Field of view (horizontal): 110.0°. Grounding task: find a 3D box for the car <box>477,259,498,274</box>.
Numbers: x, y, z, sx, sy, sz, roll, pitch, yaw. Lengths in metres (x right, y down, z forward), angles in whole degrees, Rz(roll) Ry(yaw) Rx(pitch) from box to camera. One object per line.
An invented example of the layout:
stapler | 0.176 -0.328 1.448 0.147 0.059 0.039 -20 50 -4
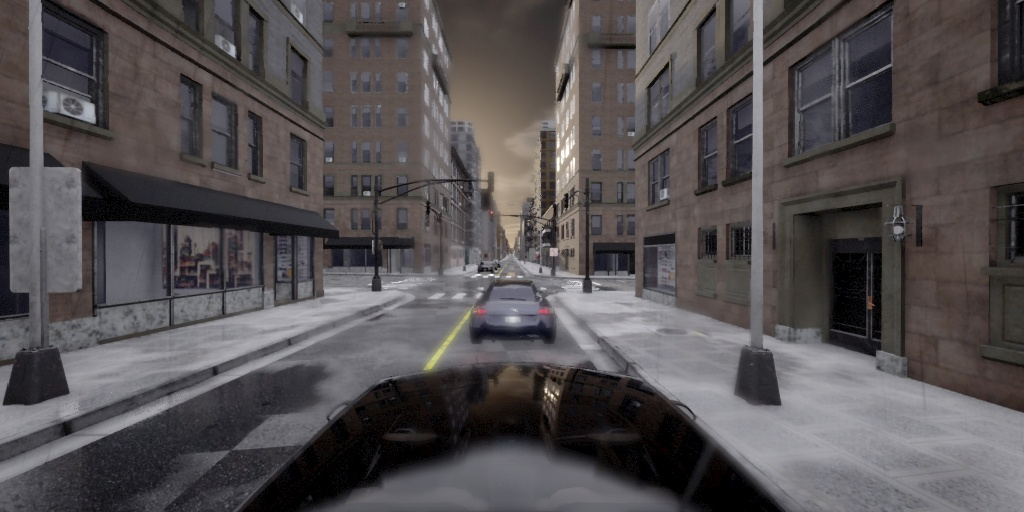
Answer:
car | -3.067 1.308 43.031 1.837 1.490 4.892 0 0 0

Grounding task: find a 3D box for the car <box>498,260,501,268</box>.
car | -3.061 1.370 52.854 2.033 1.411 5.357 0 0 0

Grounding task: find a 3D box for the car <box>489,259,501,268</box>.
car | -3.016 1.321 63.263 1.882 1.535 5.008 0 0 0

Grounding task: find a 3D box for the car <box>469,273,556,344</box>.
car | 0.016 1.315 9.587 1.994 1.385 4.181 0 0 0
